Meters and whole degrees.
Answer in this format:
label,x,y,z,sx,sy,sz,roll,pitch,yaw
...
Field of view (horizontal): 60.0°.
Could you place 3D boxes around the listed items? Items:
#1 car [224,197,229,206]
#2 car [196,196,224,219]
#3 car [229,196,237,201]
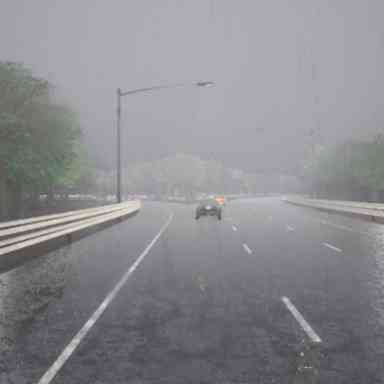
label,x,y,z,sx,sy,sz,roll,pitch,yaw
car,4.519,1.363,54.500,2.097,1.767,4.553,0,0,9
car,1.546,1.356,29.340,2.097,1.767,4.553,0,0,5
car,10.520,1.626,86.109,1.895,1.301,4.718,0,0,13
